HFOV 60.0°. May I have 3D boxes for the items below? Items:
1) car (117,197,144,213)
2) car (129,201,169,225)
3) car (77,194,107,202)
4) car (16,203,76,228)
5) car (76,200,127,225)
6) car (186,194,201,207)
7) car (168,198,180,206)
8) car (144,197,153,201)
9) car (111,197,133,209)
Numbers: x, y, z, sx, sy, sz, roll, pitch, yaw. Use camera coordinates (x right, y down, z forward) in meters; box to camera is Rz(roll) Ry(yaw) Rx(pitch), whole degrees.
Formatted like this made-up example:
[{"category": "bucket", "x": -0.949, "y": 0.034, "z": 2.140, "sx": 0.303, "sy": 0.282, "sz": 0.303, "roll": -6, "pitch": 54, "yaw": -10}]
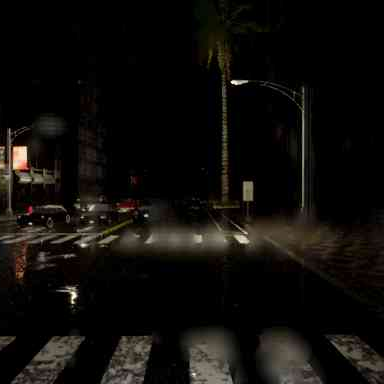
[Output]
[{"category": "car", "x": -6.446, "y": 1.537, "z": 34.145, "sx": 1.812, "sy": 1.442, "sz": 4.674, "roll": 0, "pitch": 0, "yaw": 0}, {"category": "car", "x": -3.044, "y": 1.569, "z": 24.329, "sx": 1.994, "sy": 1.385, "sz": 4.181, "roll": 0, "pitch": 0, "yaw": 0}, {"category": "car", "x": -9.706, "y": 1.233, "z": 32.366, "sx": 2.150, "sy": 2.045, "sz": 5.566, "roll": 0, "pitch": 0, "yaw": 0}, {"category": "car", "x": -9.766, "y": 1.606, "z": 22.386, "sx": 1.895, "sy": 1.301, "sz": 4.718, "roll": 0, "pitch": 0, "yaw": 1}, {"category": "car", "x": -6.495, "y": 1.553, "z": 24.189, "sx": 2.033, "sy": 1.411, "sz": 5.357, "roll": 0, "pitch": 0, "yaw": 0}, {"category": "car", "x": 0.229, "y": 1.259, "z": 53.439, "sx": 2.150, "sy": 2.045, "sz": 5.566, "roll": 0, "pitch": 0, "yaw": 0}, {"category": "car", "x": -3.016, "y": 1.603, "z": 54.140, "sx": 1.994, "sy": 1.385, "sz": 4.181, "roll": 0, "pitch": 0, "yaw": 0}, {"category": "car", "x": -6.384, "y": 1.531, "z": 46.152, "sx": 1.837, "sy": 1.490, "sz": 4.892, "roll": 0, "pitch": 0, "yaw": 0}, {"category": "car", "x": -9.636, "y": 1.516, "z": 46.173, "sx": 2.128, "sy": 1.511, "sz": 4.902, "roll": 0, "pitch": 0, "yaw": 0}]
